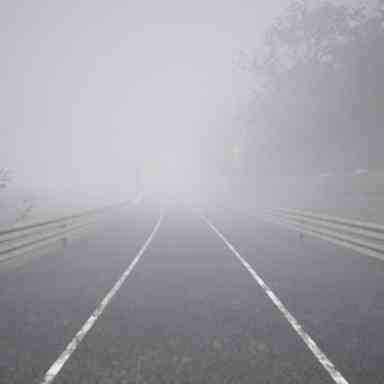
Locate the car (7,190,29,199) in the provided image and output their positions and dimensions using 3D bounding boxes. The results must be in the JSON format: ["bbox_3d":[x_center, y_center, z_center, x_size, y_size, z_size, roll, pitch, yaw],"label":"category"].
[{"bbox_3d":[-28.964,0.434,56.412,1.837,1.490,4.892,1,4,18],"label":"car"}]

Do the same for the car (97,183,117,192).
[{"bbox_3d":[-19.421,-0.823,74.687,1.994,1.385,4.181,1,4,18],"label":"car"}]

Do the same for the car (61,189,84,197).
[{"bbox_3d":[-20.947,0.231,58.505,2.128,1.511,4.902,1,4,18],"label":"car"}]

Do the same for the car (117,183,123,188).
[{"bbox_3d":[-19.693,-1.549,85.182,2.033,1.411,5.357,1,4,18],"label":"car"}]
